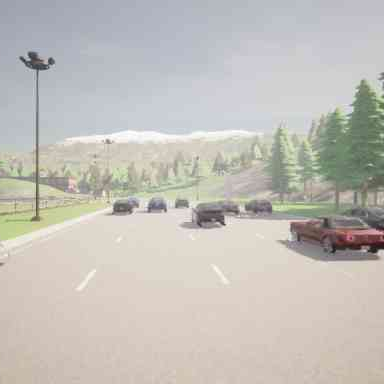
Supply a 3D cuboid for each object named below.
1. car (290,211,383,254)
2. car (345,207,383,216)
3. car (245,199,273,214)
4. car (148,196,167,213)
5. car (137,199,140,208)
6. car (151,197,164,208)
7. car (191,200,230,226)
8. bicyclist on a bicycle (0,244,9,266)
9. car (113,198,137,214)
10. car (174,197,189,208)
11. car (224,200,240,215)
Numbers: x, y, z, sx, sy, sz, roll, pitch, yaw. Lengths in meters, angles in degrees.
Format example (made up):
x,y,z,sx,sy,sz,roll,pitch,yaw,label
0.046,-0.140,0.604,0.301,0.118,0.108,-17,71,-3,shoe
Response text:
x,y,z,sx,sy,sz,roll,pitch,yaw,label
5.668,1.604,13.474,1.895,1.301,4.718,0,0,-6,car
8.805,1.509,17.018,1.837,1.490,4.892,0,0,-6,car
6.926,1.498,34.964,2.128,1.511,4.902,0,0,-6,car
-3.961,1.357,38.017,2.097,1.767,4.553,0,0,-6,car
-8.477,1.532,47.387,1.812,1.442,4.674,0,0,-6,car
-5.020,1.532,47.898,1.812,1.442,4.674,0,0,-7,car
1.092,1.508,23.563,1.837,1.490,4.892,0,0,-6,car
-6.353,1.455,9.866,1.656,1.620,0.582,-2,1,-15,bicyclist on a bicycle
-7.166,1.482,35.083,1.882,1.535,5.008,0,0,-6,car
-1.501,1.499,48.000,2.128,1.511,4.902,0,0,-6,car
3.482,1.554,34.254,2.033,1.411,5.357,0,0,-6,car
